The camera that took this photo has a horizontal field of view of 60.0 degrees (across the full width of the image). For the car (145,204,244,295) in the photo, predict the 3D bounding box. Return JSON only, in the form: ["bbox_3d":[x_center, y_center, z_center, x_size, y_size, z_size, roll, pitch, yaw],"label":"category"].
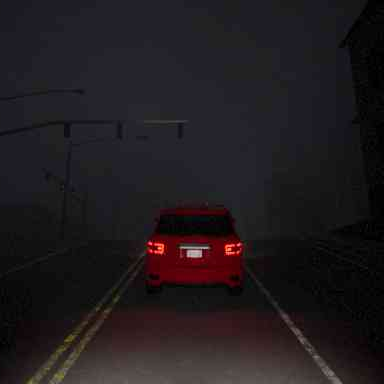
[{"bbox_3d":[0.080,1.347,9.242,2.150,2.045,5.566,1,-1,1],"label":"car"}]
